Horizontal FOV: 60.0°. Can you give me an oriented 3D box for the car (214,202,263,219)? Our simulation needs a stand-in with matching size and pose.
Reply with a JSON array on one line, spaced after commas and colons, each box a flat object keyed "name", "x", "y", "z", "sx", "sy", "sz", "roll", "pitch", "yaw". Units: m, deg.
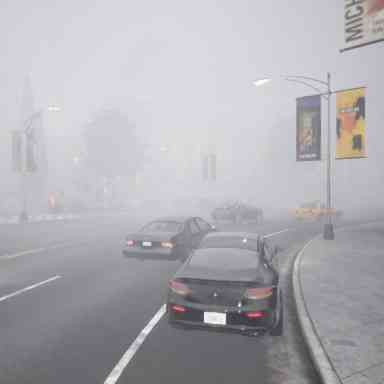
[{"name": "car", "x": 3.438, "y": 1.492, "z": 24.557, "sx": 2.128, "sy": 1.511, "sz": 4.902, "roll": 0, "pitch": 0, "yaw": 41}]

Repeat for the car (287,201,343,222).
[{"name": "car", "x": 9.980, "y": 1.457, "z": 26.100, "sx": 5.366, "sy": 1.575, "sz": 1.801, "roll": 0, "pitch": 0, "yaw": -40}]

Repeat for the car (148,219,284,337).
[{"name": "car", "x": 0.836, "y": 1.525, "z": 6.696, "sx": 1.812, "sy": 1.442, "sz": 4.674, "roll": 0, "pitch": 0, "yaw": 13}]

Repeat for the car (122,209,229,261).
[{"name": "car", "x": -0.428, "y": 1.547, "z": 11.971, "sx": 2.033, "sy": 1.411, "sz": 5.357, "roll": 0, "pitch": 0, "yaw": 20}]

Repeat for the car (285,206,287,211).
[{"name": "car", "x": 12.451, "y": 1.670, "z": 36.231, "sx": 4.718, "sy": 1.301, "sz": 1.895, "roll": 0, "pitch": 0, "yaw": -29}]
